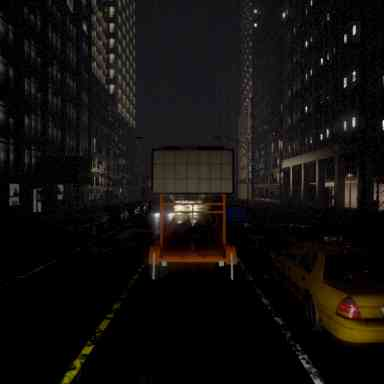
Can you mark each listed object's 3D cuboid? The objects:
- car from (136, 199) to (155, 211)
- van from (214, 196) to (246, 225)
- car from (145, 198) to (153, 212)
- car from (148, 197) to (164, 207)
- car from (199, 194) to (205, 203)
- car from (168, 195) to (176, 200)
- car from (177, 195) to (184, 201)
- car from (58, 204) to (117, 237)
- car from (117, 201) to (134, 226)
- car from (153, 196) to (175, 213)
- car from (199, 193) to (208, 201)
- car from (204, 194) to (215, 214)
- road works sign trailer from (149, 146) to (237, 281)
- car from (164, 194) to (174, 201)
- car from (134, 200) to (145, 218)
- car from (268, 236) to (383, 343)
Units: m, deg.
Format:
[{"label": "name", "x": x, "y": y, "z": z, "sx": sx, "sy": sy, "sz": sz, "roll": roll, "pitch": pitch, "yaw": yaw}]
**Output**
[{"label": "car", "x": -5.614, "y": 1.573, "z": 40.550, "sx": 1.802, "sy": 1.307, "sz": 4.206, "roll": -1, "pitch": 0, "yaw": 0}, {"label": "van", "x": 2.729, "y": 1.336, "z": 23.481, "sx": 1.690, "sy": 1.788, "sz": 3.998, "roll": -1, "pitch": 0, "yaw": 0}, {"label": "car", "x": -5.626, "y": 1.543, "z": 34.866, "sx": 2.008, "sy": 1.369, "sz": 4.403, "roll": -1, "pitch": 0, "yaw": 0}, {"label": "car", "x": -5.591, "y": 1.539, "z": 51.917, "sx": 2.008, "sy": 1.369, "sz": 4.403, "roll": -1, "pitch": 0, "yaw": 0}, {"label": "car", "x": 2.814, "y": 1.536, "z": 63.267, "sx": 2.008, "sy": 1.369, "sz": 4.403, "roll": -1, "pitch": 0, "yaw": 0}, {"label": "car", "x": -5.508, "y": 1.502, "z": 91.533, "sx": 1.752, "sy": 1.417, "sz": 4.829, "roll": -1, "pitch": 0, "yaw": 0}, {"label": "car", "x": -2.829, "y": 1.486, "z": 82.429, "sx": 1.837, "sy": 1.490, "sz": 4.892, "roll": 0, "pitch": 0, "yaw": 0}, {"label": "car", "x": -5.661, "y": 1.547, "z": 17.815, "sx": 2.008, "sy": 1.369, "sz": 4.403, "roll": -1, "pitch": 0, "yaw": 0}, {"label": "car", "x": -5.649, "y": 1.560, "z": 23.499, "sx": 1.947, "sy": 1.339, "sz": 4.313, "roll": -1, "pitch": 0, "yaw": 0}, {"label": "car", "x": -3.022, "y": 1.496, "z": 37.468, "sx": 1.837, "sy": 1.490, "sz": 4.892, "roll": 0, "pitch": 0, "yaw": 0}, {"label": "car", "x": 2.858, "y": 1.293, "z": 86.002, "sx": 2.192, "sy": 1.841, "sz": 5.009, "roll": -1, "pitch": 0, "yaw": 0}, {"label": "car", "x": 2.752, "y": 1.307, "z": 34.849, "sx": 2.192, "sy": 1.841, "sz": 5.009, "roll": -1, "pitch": 0, "yaw": 0}, {"label": "road works sign trailer", "x": 0.025, "y": 0.462, "z": 9.840, "sx": 2.380, "sy": 3.560, "sz": 2.880, "roll": 0, "pitch": 0, "yaw": 0}, {"label": "car", "x": -5.532, "y": 1.420, "z": 80.335, "sx": 1.967, "sy": 1.590, "sz": 4.097, "roll": -1, "pitch": 0, "yaw": 0}, {"label": "car", "x": -5.637, "y": 1.538, "z": 29.183, "sx": 1.887, "sy": 1.381, "sz": 4.507, "roll": -1, "pitch": 0, "yaw": 0}, {"label": "car", "x": 2.696, "y": 1.524, "z": 6.600, "sx": 1.752, "sy": 1.417, "sz": 4.829, "roll": -1, "pitch": 0, "yaw": 0}]
